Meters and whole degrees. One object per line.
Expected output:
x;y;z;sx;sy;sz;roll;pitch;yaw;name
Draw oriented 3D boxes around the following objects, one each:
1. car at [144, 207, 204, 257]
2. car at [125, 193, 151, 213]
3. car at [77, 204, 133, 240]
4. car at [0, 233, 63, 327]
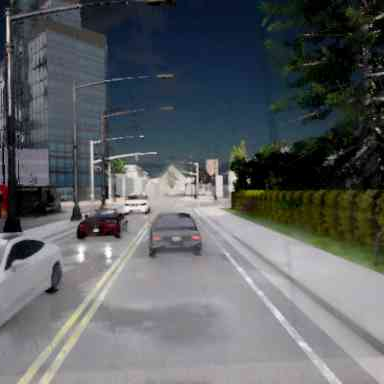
-0.667;1.492;12.762;2.033;1.411;5.357;-1;0;-5;car
-5.295;1.142;32.935;2.150;2.045;5.566;-1;0;-3;car
-4.466;1.553;17.086;1.994;1.385;4.181;-1;0;-3;car
-3.858;1.562;6.161;1.812;1.442;4.674;-1;0;-3;car
